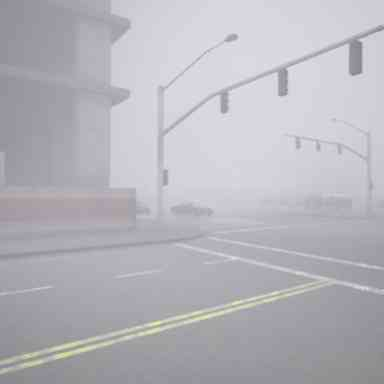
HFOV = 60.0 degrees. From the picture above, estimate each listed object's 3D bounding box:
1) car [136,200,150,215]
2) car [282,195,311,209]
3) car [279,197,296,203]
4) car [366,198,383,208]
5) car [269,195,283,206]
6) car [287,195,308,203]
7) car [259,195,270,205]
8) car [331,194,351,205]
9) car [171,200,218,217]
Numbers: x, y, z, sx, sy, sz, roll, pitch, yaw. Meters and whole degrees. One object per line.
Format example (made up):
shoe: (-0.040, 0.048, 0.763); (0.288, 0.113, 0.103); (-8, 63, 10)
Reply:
car: (-6.020, 1.547, 34.096); (1.837, 1.490, 4.892); (0, 0, -36)
car: (17.765, 1.710, 56.505); (3.806, 1.475, 1.970); (0, 0, -35)
car: (21.963, 1.779, 76.664); (3.905, 1.438, 1.784); (0, 0, -35)
car: (33.423, 1.810, 60.525); (3.806, 1.475, 1.970); (0, 0, -35)
car: (16.093, 1.678, 58.869); (3.905, 1.438, 1.784); (0, 0, -35)
car: (23.586, 1.568, 74.264); (4.605, 1.855, 1.932); (0, 0, -35)
car: (14.502, 1.467, 61.030); (4.605, 1.855, 1.932); (0, 0, -35)
car: (37.872, 1.687, 84.405); (3.866, 1.878, 1.905); (0, 0, -35)
car: (-0.010, 1.667, 31.729); (1.895, 1.301, 4.718); (0, 0, -36)
